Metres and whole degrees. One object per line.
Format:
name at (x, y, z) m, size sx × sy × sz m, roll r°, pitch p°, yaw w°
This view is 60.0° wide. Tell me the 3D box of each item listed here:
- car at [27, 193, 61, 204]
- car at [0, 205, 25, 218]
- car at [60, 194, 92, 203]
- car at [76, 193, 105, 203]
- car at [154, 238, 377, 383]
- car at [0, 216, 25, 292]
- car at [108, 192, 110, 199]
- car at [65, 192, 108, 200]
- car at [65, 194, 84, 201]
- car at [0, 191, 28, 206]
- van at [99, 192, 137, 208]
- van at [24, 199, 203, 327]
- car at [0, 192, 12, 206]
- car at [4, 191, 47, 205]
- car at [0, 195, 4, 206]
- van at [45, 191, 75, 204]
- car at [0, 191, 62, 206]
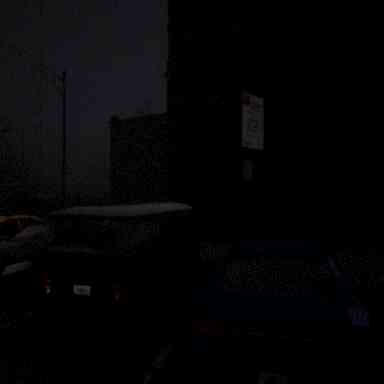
car at (-23.733, 1.004, 53.320) m, size 4.553 × 1.767 × 2.185 m, roll 0°, pitch -1°, yaw 14°
car at (-6.037, 1.399, 10.248) m, size 1.946 × 1.575 × 5.366 m, roll 1°, pitch 0°, yaw 15°
car at (-20.329, 1.132, 58.322) m, size 4.892 × 1.521 × 2.231 m, roll 0°, pitch 0°, yaw 14°
car at (-18.604, 1.005, 60.802) m, size 4.553 × 1.767 × 2.185 m, roll 0°, pitch 0°, yaw 14°
car at (1.347, 1.472, 5.199) m, size 2.097 × 1.535 × 5.008 m, roll 0°, pitch -1°, yaw 15°
car at (-3.535, 1.467, 8.691) m, size 2.002 × 1.452 × 4.674 m, roll 1°, pitch 0°, yaw 15°
car at (-11.496, 0.999, 41.128) m, size 5.566 × 2.045 × 2.435 m, roll 1°, pitch 1°, yaw 14°
car at (-13.151, 0.998, 38.675) m, size 5.566 × 2.045 × 2.435 m, roll 1°, pitch 1°, yaw 14°
car at (-14.807, 1.278, 36.213) m, size 4.792 × 1.488 × 2.163 m, roll 1°, pitch 1°, yaw 14°
car at (-27.109, 0.877, 48.289) m, size 5.566 × 2.045 × 2.435 m, roll 0°, pitch 0°, yaw 14°
van at (-9.701, 1.028, 43.557) m, size 4.442 × 1.987 × 1.878 m, roll 1°, pitch 0°, yaw 14°
van at (-1.063, 1.225, 7.062) m, size 1.878 × 1.987 × 4.442 m, roll 0°, pitch -1°, yaw 15°
car at (-10.890, 1.108, 13.934) m, size 2.435 × 2.045 × 5.566 m, roll 0°, pitch 0°, yaw 15°
car at (-25.365, 0.877, 50.804) m, size 5.566 × 2.045 × 2.435 m, roll 0°, pitch -1°, yaw 14°
car at (-28.797, 1.157, 45.780) m, size 4.792 × 1.488 × 2.163 m, roll 0°, pitch 0°, yaw 14°
van at (-22.128, 0.905, 55.836) m, size 4.442 × 1.987 × 1.878 m, roll 0°, pitch 0°, yaw 14°
car at (-16.402, 0.998, 33.770) m, size 5.566 × 2.045 × 2.435 m, roll 1°, pitch 0°, yaw 14°
